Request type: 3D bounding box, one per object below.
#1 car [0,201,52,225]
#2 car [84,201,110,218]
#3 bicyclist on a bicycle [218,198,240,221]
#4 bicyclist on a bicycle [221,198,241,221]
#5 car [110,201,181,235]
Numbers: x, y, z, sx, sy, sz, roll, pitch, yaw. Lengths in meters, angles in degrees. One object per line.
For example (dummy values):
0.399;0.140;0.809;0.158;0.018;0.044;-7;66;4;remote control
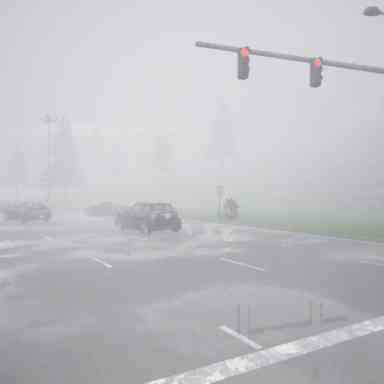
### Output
-11.996;1.473;24.208;4.902;1.511;2.128;0;0;43;car
-7.482;1.526;29.748;5.357;1.411;2.033;0;0;41;car
2.727;1.286;24.579;1.656;1.620;0.582;0;0;-38;bicyclist on a bicycle
3.000;1.286;24.227;1.656;1.620;0.582;0;0;-38;bicyclist on a bicycle
-2.583;1.338;19.000;2.097;1.767;4.553;0;0;-37;car
